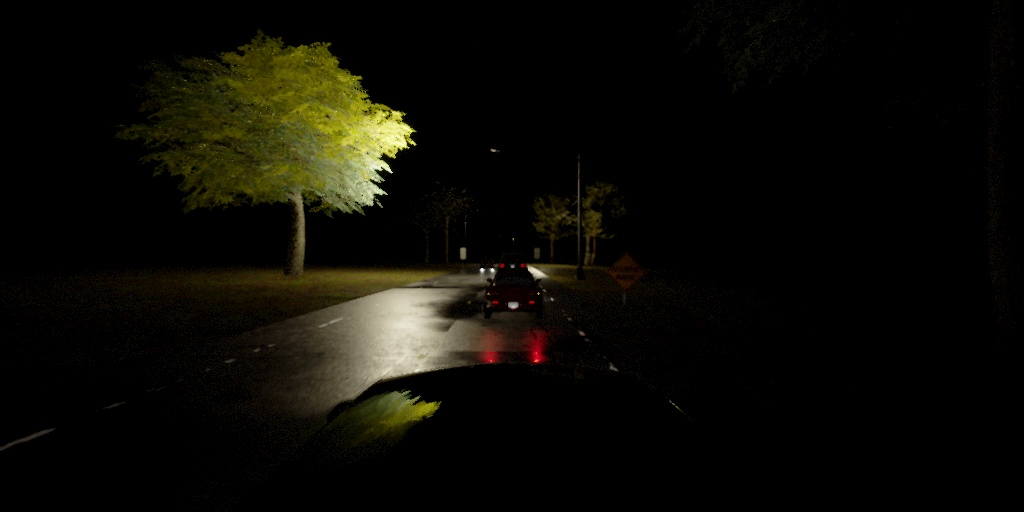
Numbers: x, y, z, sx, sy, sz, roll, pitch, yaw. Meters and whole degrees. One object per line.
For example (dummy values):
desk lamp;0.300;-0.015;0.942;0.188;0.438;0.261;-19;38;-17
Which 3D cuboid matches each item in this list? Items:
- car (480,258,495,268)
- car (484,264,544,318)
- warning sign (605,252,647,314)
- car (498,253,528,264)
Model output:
car;-3.570;1.063;53.227;1.837;1.490;4.892;0;0;0
car;0.064;1.191;12.399;1.812;1.442;4.674;0;0;1
warning sign;3.550;0.787;11.342;1.300;1.860;1.060;0;0;0
car;0.065;0.811;28.123;2.150;2.045;5.566;0;0;0
